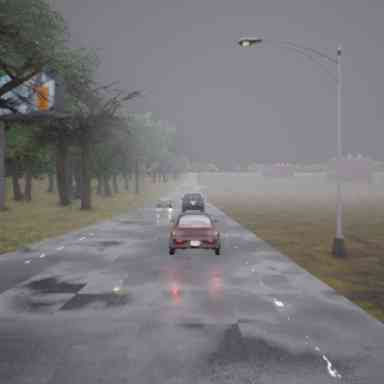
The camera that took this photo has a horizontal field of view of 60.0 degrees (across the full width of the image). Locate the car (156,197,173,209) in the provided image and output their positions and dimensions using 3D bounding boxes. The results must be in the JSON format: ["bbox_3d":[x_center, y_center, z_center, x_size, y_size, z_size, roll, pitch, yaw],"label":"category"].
[{"bbox_3d":[-3.572,1.395,43.736,1.812,1.442,4.674,0,0,0],"label":"car"}]

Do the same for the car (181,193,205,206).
[{"bbox_3d":[0.110,1.146,33.415,2.150,2.045,5.566,0,0,0],"label":"car"}]

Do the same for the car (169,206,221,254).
[{"bbox_3d":[0.103,1.515,13.291,1.812,1.442,4.674,0,0,0],"label":"car"}]
